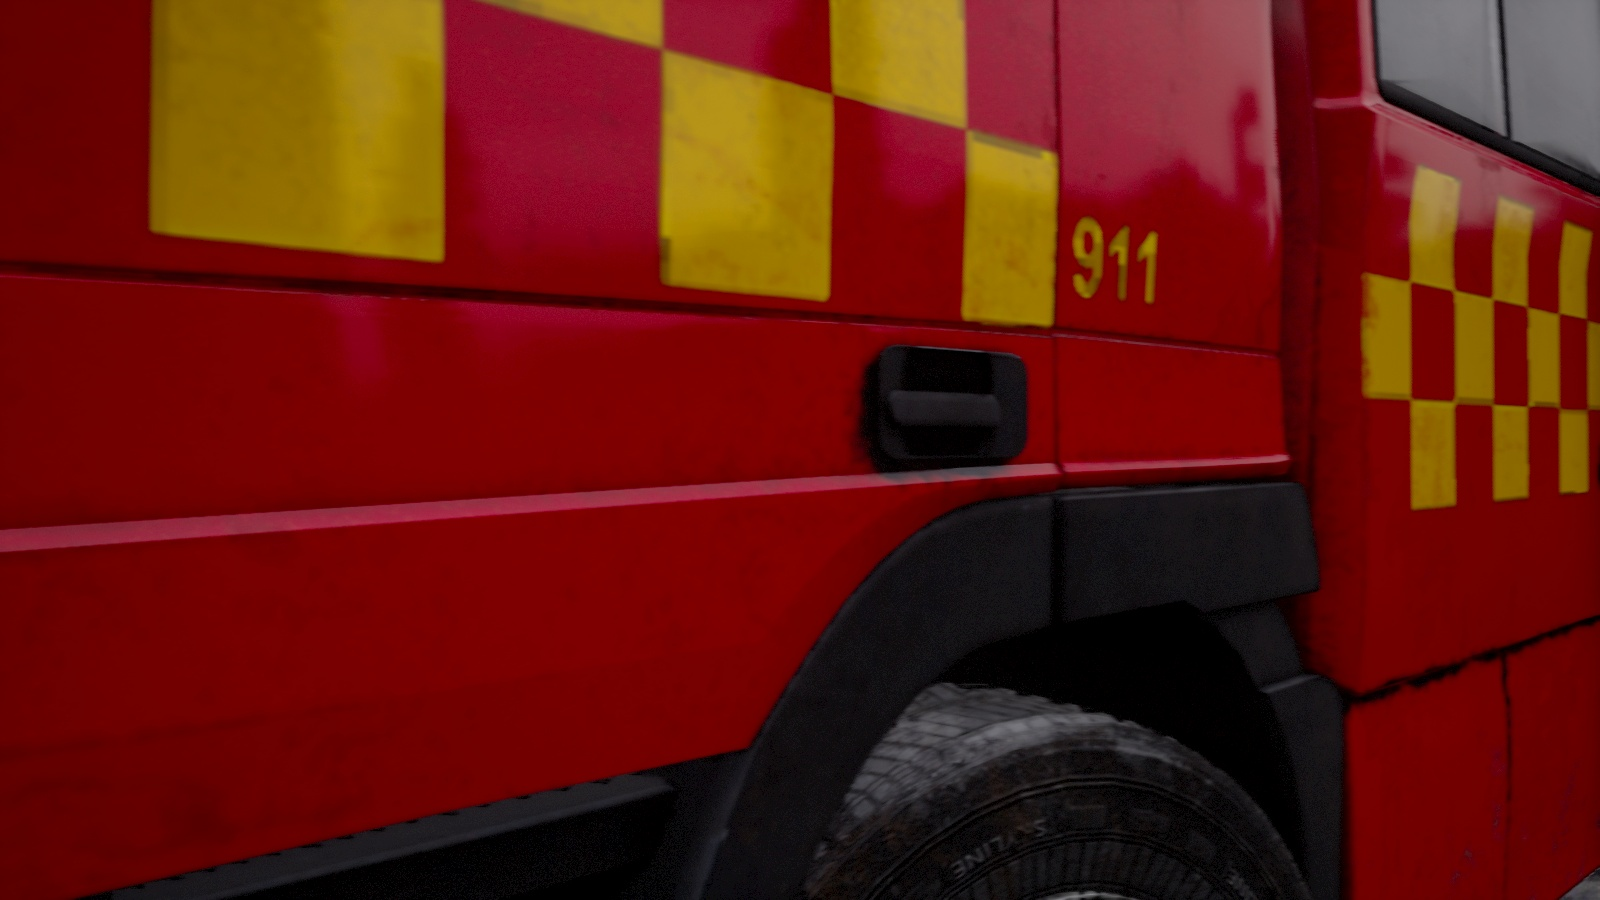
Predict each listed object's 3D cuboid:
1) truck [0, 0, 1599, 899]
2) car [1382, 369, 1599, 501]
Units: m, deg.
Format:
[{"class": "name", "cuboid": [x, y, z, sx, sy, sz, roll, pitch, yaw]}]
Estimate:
[{"class": "truck", "cuboid": [0.938, -0.416, 4.109, 8.468, 3.827, 2.891, -1, 1, -43]}, {"class": "car", "cuboid": [10.167, -0.232, 15.575, 1.882, 1.535, 5.008, -5, 3, -36]}]
